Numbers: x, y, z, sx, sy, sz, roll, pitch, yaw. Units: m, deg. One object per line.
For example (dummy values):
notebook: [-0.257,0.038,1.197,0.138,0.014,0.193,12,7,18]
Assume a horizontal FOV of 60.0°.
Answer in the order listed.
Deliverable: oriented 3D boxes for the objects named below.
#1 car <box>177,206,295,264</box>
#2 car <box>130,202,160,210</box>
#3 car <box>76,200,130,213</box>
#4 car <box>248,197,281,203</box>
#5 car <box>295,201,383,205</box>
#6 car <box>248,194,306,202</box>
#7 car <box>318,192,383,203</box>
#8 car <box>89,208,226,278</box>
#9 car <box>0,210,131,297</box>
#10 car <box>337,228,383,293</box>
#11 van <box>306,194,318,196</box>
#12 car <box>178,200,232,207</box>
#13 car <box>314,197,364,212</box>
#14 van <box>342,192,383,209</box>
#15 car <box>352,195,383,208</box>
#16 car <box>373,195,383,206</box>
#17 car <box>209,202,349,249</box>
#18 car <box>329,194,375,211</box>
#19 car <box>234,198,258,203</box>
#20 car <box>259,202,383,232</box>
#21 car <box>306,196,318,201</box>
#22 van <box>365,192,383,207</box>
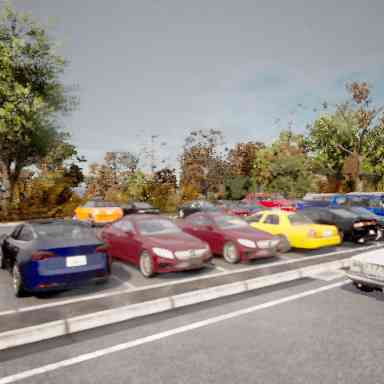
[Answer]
car: [0.992,1.451,11.781,2.002,1.452,4.674,0,0,-35]
car: [-4.063,1.419,23.596,2.097,1.535,5.008,0,0,-35]
car: [-6.256,1.286,22.021,2.185,1.767,4.553,0,0,-35]
car: [5.189,1.480,30.073,2.163,1.488,4.792,0,0,-35]
car: [7.923,1.435,16.661,2.097,1.535,5.008,0,0,-35]
car: [7.499,1.208,31.699,2.435,2.045,5.566,0,0,-35]
car: [10.254,1.192,18.261,2.435,2.045,5.566,0,0,-35]
car: [-1.319,1.443,10.155,2.002,1.452,4.674,0,0,-35]
car: [-3.646,1.425,8.550,2.163,1.488,4.792,0,0,-35]
car: [5.615,1.595,7.675,4.718,1.301,1.895,0,0,-35]
van: [14.596,1.185,36.577,1.878,1.987,4.442,-1,1,-35]
car: [0.651,1.436,26.926,2.231,1.521,4.892,0,0,-35]
car: [16.824,1.398,38.328,2.163,1.488,4.792,-1,1,-35]
van: [21.389,1.060,41.643,1.878,1.987,4.442,-1,1,-35]
car: [23.766,1.244,43.178,2.231,1.521,4.892,-1,1,-35]
car: [28.283,1.161,46.354,2.097,1.535,5.008,-1,1,-35]
car: [3.198,1.416,13.557,1.946,1.575,5.366,0,0,-35]
car: [19.065,1.203,39.827,2.185,1.767,4.553,-1,1,-35]
car: [2.880,1.473,28.448,2.163,1.488,4.792,0,0,-35]
car: [5.619,1.427,15.027,2.097,1.535,5.008,0,0,-35]
car: [9.804,1.463,33.348,2.097,1.535,5.008,0,0,-35]
van: [26.011,0.976,44.891,1.878,1.987,4.442,-1,1,-35]
